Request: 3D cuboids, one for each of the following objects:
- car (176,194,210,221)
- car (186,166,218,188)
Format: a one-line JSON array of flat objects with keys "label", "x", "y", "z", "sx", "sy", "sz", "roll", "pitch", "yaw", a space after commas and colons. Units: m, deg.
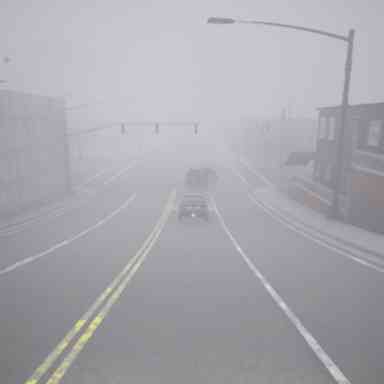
[{"label": "car", "x": 0.081, "y": 0.857, "z": 21.040, "sx": 1.837, "sy": 1.490, "sz": 4.892, "roll": 0, "pitch": 5, "yaw": 0}, {"label": "car", "x": 1.100, "y": -1.798, "z": 35.954, "sx": 2.150, "sy": 2.045, "sz": 5.566, "roll": 3, "pitch": 13, "yaw": 19}]
